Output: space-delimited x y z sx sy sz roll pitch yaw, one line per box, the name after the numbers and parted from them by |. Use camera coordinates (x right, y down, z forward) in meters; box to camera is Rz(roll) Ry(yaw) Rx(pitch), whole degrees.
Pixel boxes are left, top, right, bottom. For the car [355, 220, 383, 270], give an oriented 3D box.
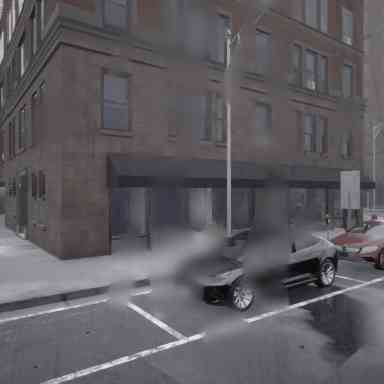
6.119 1.582 10.898 4.206 1.307 1.802 0 0 -35 | car

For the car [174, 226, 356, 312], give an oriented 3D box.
1.640 1.566 7.704 4.313 1.339 1.947 0 0 -35 | car
